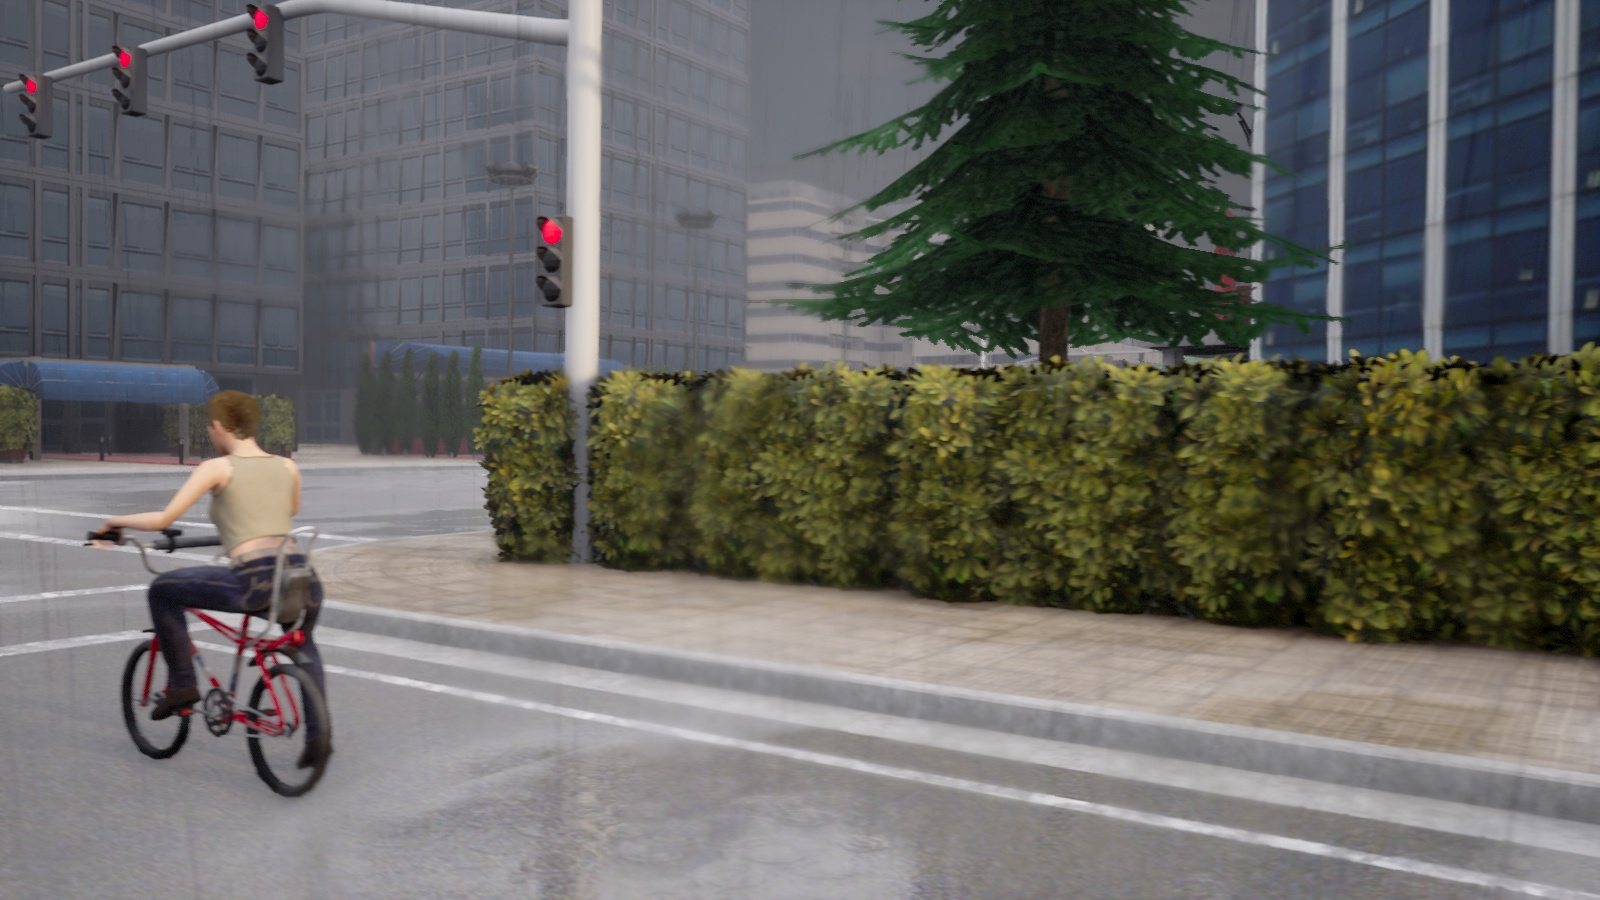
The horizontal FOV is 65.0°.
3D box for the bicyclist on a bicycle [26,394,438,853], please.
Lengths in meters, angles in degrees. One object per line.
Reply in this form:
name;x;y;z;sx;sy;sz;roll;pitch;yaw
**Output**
bicyclist on a bicycle;-2.351;0.600;5.179;1.509;1.612;0.866;0;1;34
